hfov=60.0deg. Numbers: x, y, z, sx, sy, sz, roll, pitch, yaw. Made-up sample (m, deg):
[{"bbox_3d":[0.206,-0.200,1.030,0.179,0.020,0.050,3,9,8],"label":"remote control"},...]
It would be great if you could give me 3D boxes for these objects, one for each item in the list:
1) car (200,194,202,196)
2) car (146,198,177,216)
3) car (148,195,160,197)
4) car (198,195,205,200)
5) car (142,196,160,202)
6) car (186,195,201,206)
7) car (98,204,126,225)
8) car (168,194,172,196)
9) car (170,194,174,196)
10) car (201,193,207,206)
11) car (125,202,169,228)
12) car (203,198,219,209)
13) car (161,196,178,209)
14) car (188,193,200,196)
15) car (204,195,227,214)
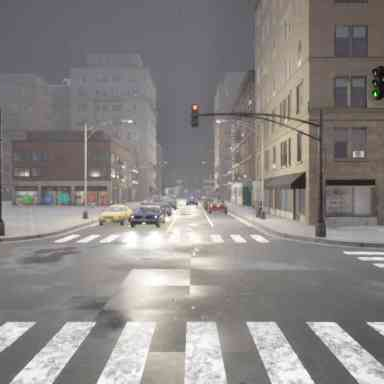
[{"bbox_3d":[2.633,1.555,69.294,2.008,1.369,4.403,0,0,0],"label":"car"},{"bbox_3d":[-2.857,1.548,32.257,2.033,1.411,5.357,0,0,0],"label":"car"},{"bbox_3d":[-5.390,1.317,46.647,2.192,1.841,5.009,0,0,0],"label":"car"},{"bbox_3d":[2.632,1.575,91.942,1.947,1.339,4.313,0,0,0],"label":"car"},{"bbox_3d":[-5.390,1.553,40.984,2.008,1.369,4.403,0,0,0],"label":"car"},{"bbox_3d":[-0.003,1.604,53.814,1.895,1.301,4.718,0,0,0],"label":"car"},{"bbox_3d":[-5.389,1.526,23.829,1.752,1.417,4.829,0,0,0],"label":"car"},{"bbox_3d":[-5.391,1.586,63.632,1.802,1.307,4.206,0,0,0],"label":"car"},{"bbox_3d":[-5.392,1.530,69.124,1.752,1.417,4.829,0,0,0],"label":"car"},{"bbox_3d":[2.635,1.317,40.985,2.192,1.841,5.009,0,0,0],"label":"car"},{"bbox_3d":[-2.883,1.601,22.520,1.895,1.301,4.718,0,0,1],"label":"car"},{"bbox_3d":[2.635,1.568,46.647,1.947,1.339,4.313,0,0,0],"label":"car"},{"bbox_3d":[-2.844,1.528,42.098,1.812,1.442,4.674,0,0,0],"label":"car"},{"bbox_3d":[-0.004,1.225,64.116,2.150,2.045,5.566,0,0,0],"label":"car"},{"bbox_3d":[2.635,1.441,35.322,1.967,1.590,4.097,0,0,0],"label":"car"}]
